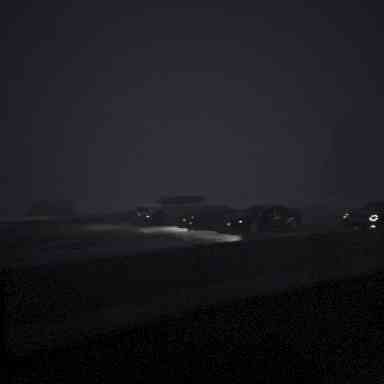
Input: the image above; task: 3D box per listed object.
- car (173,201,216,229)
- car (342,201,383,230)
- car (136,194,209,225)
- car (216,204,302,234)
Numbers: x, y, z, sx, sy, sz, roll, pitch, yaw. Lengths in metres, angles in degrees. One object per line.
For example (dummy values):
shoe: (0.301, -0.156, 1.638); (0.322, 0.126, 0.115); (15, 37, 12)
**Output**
car: (1.260, 1.508, 21.164); (4.181, 1.385, 1.994); (0, 0, -30)
car: (10.425, 1.301, 18.276); (4.553, 1.767, 2.097); (0, 0, -28)
car: (-1.185, 1.159, 23.823); (5.566, 2.045, 2.150); (0, 0, -31)
car: (4.031, 1.454, 18.752); (4.892, 1.490, 1.837); (0, 0, -30)
